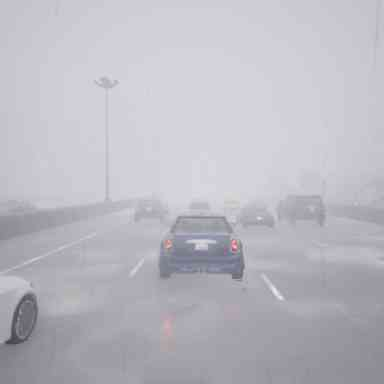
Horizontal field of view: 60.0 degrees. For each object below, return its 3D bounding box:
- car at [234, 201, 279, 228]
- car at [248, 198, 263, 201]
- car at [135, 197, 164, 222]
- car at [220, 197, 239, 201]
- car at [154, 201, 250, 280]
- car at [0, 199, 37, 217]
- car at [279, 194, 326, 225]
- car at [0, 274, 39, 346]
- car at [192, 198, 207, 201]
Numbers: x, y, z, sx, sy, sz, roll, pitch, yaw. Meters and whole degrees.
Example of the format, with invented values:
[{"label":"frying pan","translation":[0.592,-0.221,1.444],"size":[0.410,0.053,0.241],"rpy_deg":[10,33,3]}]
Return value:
[{"label":"car","translation":[3.999,1.494,21.587],"size":[1.994,1.385,4.181],"rpy_deg":[0,0,1]},{"label":"car","translation":[7.886,1.418,40.942],"size":[1.994,1.385,4.181],"rpy_deg":[0,0,1]},{"label":"car","translation":[-2.931,1.230,25.090],"size":[2.097,1.767,4.553],"rpy_deg":[0,0,1]},{"label":"car","translation":[4.323,1.333,37.784],"size":[1.882,1.535,5.008],"rpy_deg":[0,1,1]},{"label":"car","translation":[0.270,1.311,10.014],"size":[2.097,1.767,4.553],"rpy_deg":[0,0,1]},{"label":"car","translation":[-13.591,1.312,25.150],"size":[2.128,1.511,4.902],"rpy_deg":[0,0,2]},{"label":"car","translation":[7.536,1.166,23.429],"size":[2.150,2.045,5.566],"rpy_deg":[0,1,1]},{"label":"car","translation":[-3.365,1.492,3.362],"size":[1.812,1.442,4.674],"rpy_deg":[0,0,1]},{"label":"car","translation":[0.702,1.346,31.734],"size":[1.882,1.535,5.008],"rpy_deg":[0,0,1]}]
